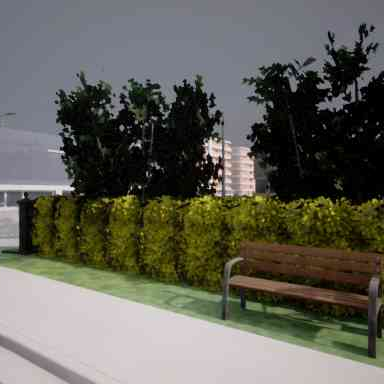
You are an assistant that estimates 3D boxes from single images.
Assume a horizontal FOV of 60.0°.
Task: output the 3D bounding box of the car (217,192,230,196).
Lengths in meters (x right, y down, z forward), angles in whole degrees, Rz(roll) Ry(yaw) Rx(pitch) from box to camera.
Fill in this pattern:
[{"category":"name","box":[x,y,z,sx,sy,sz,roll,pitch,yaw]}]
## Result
[{"category":"car","box":[5.995,0.756,67.072,1.812,1.442,4.674,0,1,36]}]
